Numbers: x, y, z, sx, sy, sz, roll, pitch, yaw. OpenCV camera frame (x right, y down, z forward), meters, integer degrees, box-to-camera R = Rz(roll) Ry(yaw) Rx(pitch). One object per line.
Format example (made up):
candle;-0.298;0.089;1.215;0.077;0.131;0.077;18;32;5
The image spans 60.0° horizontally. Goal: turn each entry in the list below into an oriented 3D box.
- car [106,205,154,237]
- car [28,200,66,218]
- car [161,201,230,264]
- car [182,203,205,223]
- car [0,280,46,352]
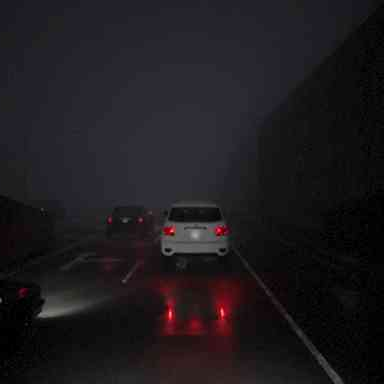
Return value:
car;-3.400;1.510;19.041;2.097;1.767;4.553;0;0;0
car;-10.500;1.267;23.346;2.097;1.767;4.553;0;0;0
car;0.101;1.325;12.347;2.150;2.045;5.566;0;0;0
car;0.099;1.767;29.172;1.812;1.442;4.674;0;0;0
car;-3.401;1.575;3.200;2.033;1.411;5.357;0;0;0
